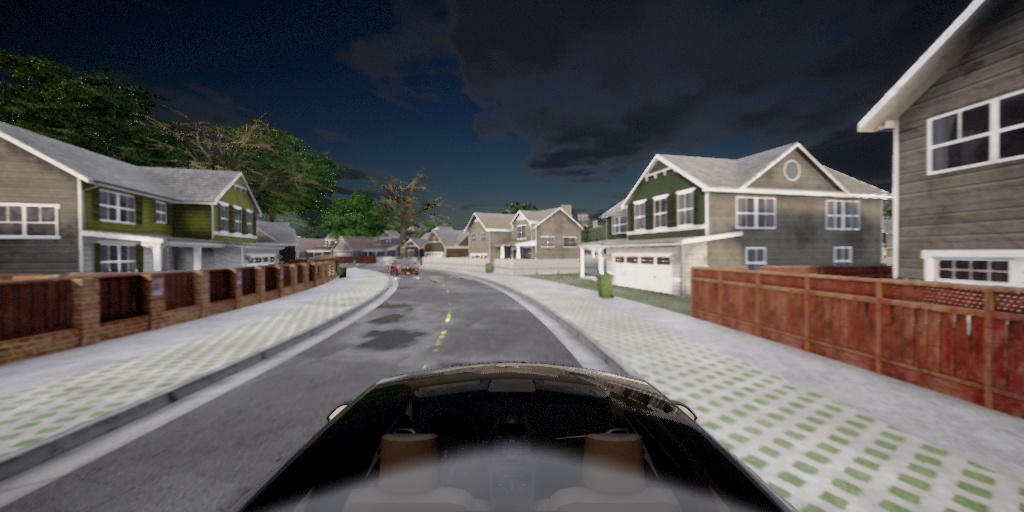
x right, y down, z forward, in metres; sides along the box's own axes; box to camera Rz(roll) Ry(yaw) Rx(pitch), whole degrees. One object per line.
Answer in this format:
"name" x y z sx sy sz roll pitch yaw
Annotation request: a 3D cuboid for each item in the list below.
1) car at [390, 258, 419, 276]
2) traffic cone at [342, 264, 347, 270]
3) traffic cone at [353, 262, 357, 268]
"car" -10.163 0.936 33.823 2.097 1.767 4.553 -1 1 -26
"traffic cone" -25.561 1.473 55.063 0.340 0.580 0.340 0 0 -44
"traffic cone" -22.317 1.482 51.462 0.340 0.580 0.340 0 0 -40
